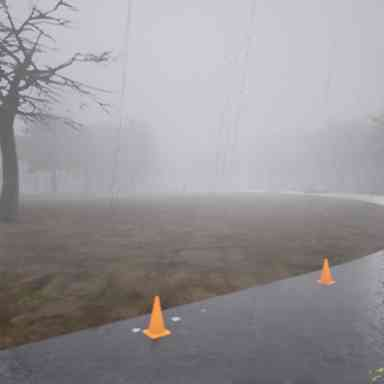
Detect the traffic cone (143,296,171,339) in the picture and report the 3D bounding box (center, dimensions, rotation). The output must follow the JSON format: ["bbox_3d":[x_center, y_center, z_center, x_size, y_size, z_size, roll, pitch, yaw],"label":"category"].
[{"bbox_3d":[-0.564,1.980,5.370,0.340,0.580,0.340,1,0,-38],"label":"traffic cone"}]

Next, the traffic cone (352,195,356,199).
[{"bbox_3d":[21.968,0.601,45.032,0.340,0.580,0.340,-2,2,1],"label":"traffic cone"}]

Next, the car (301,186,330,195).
[{"bbox_3d":[21.606,-0.346,58.411,2.033,1.411,5.357,-2,3,-23],"label":"car"}]

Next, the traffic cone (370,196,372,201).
[{"bbox_3d":[21.672,0.801,40.322,0.340,0.580,0.340,-2,2,7],"label":"traffic cone"}]

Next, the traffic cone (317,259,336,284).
[{"bbox_3d":[3.398,1.988,8.420,0.340,0.580,0.340,0,0,-38],"label":"traffic cone"}]
